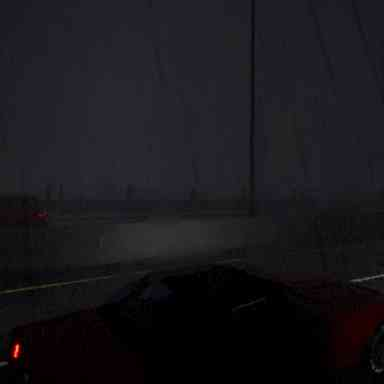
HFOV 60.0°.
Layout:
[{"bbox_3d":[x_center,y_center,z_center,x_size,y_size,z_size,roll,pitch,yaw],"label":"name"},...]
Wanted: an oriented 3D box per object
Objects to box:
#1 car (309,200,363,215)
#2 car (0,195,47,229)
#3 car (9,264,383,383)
[{"bbox_3d":[12.881,1.520,29.737,5.008,1.535,1.882,0,0,-20],"label":"car"},{"bbox_3d":[-9.306,1.161,14.418,5.566,2.045,2.150,0,0,-34],"label":"car"},{"bbox_3d":[0.565,1.599,3.980,4.718,1.301,1.895,0,0,-34],"label":"car"}]
